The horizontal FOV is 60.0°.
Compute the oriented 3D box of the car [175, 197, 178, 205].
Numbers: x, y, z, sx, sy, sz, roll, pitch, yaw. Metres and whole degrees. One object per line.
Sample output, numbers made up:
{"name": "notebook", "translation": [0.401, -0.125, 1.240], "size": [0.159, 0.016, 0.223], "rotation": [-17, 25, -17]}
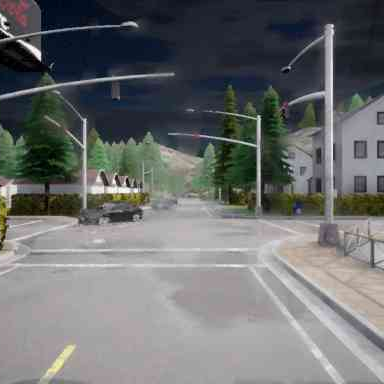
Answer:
{"name": "car", "translation": [-3.505, 1.533, 59.333], "size": [1.812, 1.442, 4.674], "rotation": [0, 0, 0]}

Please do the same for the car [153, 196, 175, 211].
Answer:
{"name": "car", "translation": [-3.599, 1.491, 39.930], "size": [2.128, 1.511, 4.902], "rotation": [0, 0, 0]}

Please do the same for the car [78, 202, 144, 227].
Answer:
{"name": "car", "translation": [-5.448, 1.470, 22.899], "size": [1.837, 1.490, 4.892], "rotation": [3, 2, 35]}
